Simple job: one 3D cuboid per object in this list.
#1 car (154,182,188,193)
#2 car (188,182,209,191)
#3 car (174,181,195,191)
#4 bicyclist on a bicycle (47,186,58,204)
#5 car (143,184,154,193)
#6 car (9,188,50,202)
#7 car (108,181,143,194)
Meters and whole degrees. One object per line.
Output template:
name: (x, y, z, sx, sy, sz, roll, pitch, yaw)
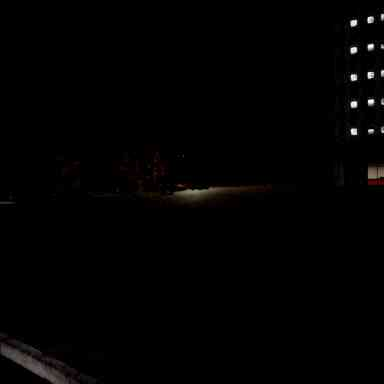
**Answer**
car: (-3.281, -0.592, 53.757, 2.033, 1.411, 5.357, 0, 2, 30)
car: (1.498, -0.965, 62.255, 1.895, 1.301, 4.718, 0, 2, 29)
car: (-1.379, -1.200, 63.769, 2.097, 1.767, 4.553, 0, 2, 29)
bicyclist on a bicycle: (-12.699, 0.252, 30.290, 1.656, 1.620, 0.582, -1, 2, 33)
car: (-6.059, -0.584, 55.445, 2.033, 1.411, 5.357, 0, 2, 30)
car: (-19.467, 0.313, 39.937, 1.812, 1.442, 4.674, 0, 3, 32)
car: (-10.961, -0.723, 53.753, 2.150, 2.045, 5.566, 0, 2, 31)
